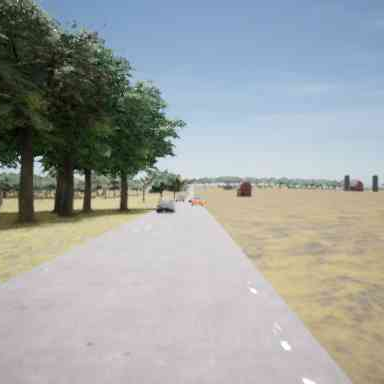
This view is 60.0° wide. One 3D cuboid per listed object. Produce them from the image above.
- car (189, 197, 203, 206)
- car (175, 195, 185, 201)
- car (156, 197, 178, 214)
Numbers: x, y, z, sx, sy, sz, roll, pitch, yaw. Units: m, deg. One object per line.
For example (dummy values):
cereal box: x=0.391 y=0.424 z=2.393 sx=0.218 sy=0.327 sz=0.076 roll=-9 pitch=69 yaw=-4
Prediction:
car: x=0.985 y=1.735 z=63.361 sx=2.097 sy=1.767 sz=4.553 roll=0 pitch=-1 yaw=0
car: x=-2.722 y=1.607 z=77.405 sx=2.150 sy=2.045 sz=5.566 roll=0 pitch=-1 yaw=0
car: x=-2.828 y=1.581 z=36.505 sx=2.033 sy=1.411 sz=5.357 roll=0 pitch=0 yaw=0
